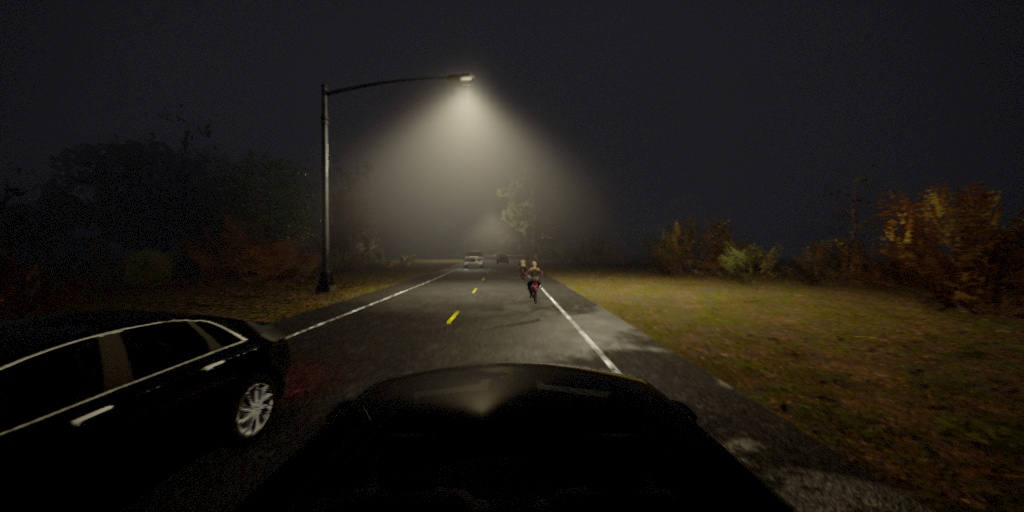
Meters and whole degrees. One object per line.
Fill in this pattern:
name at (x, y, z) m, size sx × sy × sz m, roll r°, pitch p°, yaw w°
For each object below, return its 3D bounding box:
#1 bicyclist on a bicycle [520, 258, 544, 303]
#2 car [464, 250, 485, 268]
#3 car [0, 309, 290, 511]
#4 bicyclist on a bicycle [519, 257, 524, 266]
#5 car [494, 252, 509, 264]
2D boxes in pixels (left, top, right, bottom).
bicyclist on a bicycle at (0.874, 1.001, 14.167) m, size 0.866 × 1.612 × 1.509 m, roll 0°, pitch 1°, yaw -1°
car at (-4.447, 0.363, 42.638) m, size 2.150 × 2.045 × 5.566 m, roll 0°, pitch 1°, yaw -2°
car at (-3.609, 1.249, 2.395) m, size 1.837 × 1.490 × 4.892 m, roll 0°, pitch 1°, yaw 0°
bicyclist on a bicycle at (0.713, 0.883, 23.224) m, size 0.582 × 1.620 × 1.656 m, roll 0°, pitch 1°, yaw -1°
car at (-1.490, 0.438, 56.802) m, size 1.812 × 1.442 × 4.674 m, roll 0°, pitch 1°, yaw -3°
